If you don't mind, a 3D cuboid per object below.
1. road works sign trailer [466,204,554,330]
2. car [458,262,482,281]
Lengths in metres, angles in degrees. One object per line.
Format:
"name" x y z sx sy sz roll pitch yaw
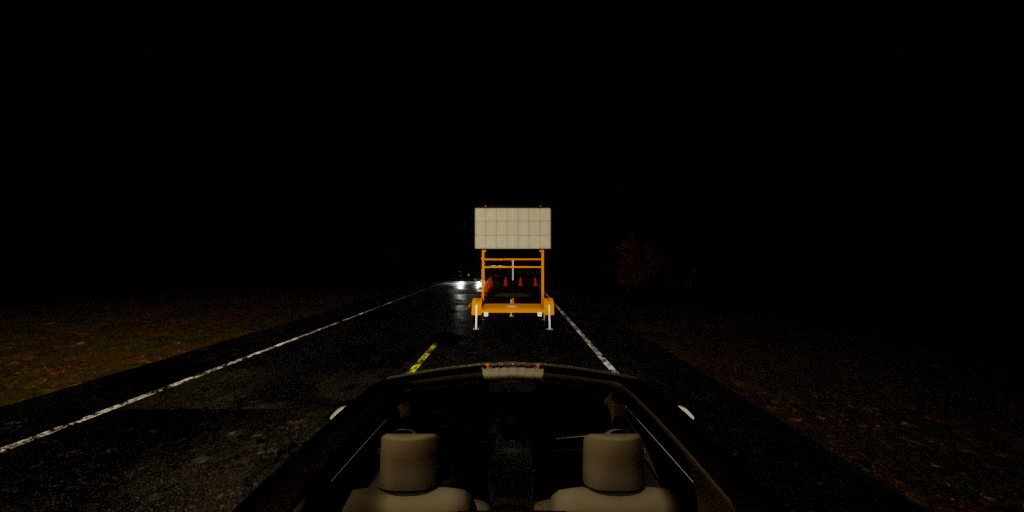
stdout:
"road works sign trailer" 0.028 0.215 11.119 2.380 3.560 2.880 0 0 0
"car" -3.414 1.263 30.559 1.837 1.490 4.892 0 0 0
